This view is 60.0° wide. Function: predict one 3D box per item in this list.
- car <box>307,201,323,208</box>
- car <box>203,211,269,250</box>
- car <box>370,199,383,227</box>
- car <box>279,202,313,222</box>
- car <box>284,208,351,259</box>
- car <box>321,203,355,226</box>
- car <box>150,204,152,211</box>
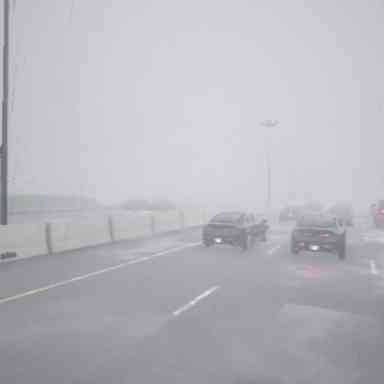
[{"bbox_3d":[14.809,1.867,40.601,1.837,1.490,4.892,0,0,26],"label":"car"},{"bbox_3d":[2.114,1.608,14.986,1.837,1.490,4.892,0,0,27],"label":"car"},{"bbox_3d":[14.630,1.500,24.476,2.150,2.045,5.566,0,0,27],"label":"car"},{"bbox_3d":[8.799,1.802,28.454,1.994,1.385,4.181,0,0,27],"label":"car"},{"bbox_3d":[5.256,1.632,13.444,1.837,1.490,4.892,0,0,27],"label":"car"},{"bbox_3d":[11.905,1.825,26.844,1.994,1.385,4.181,0,0,27],"label":"car"},{"bbox_3d":[-3.695,1.733,42.706,2.033,1.411,5.357,0,0,27],"label":"car"}]
